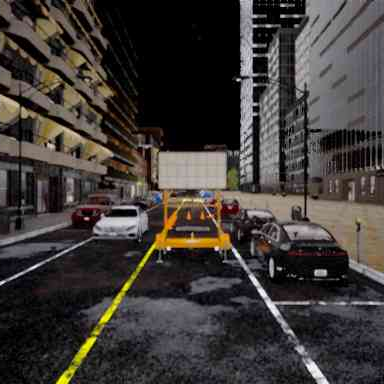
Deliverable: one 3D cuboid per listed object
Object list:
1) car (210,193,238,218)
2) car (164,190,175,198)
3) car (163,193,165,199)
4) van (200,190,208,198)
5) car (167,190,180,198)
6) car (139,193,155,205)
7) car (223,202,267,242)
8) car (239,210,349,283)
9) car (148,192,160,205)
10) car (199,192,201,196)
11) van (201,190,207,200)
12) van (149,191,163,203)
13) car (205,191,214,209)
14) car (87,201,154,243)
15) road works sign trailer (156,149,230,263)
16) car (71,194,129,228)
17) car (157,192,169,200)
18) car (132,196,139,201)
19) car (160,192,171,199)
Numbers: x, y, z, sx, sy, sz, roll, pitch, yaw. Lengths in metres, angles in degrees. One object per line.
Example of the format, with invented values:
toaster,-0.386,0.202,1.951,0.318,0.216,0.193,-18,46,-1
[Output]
car,2.750,1.139,25.886,1.967,1.590,4.097,1,1,0
car,-5.524,0.381,81.595,2.192,1.841,5.009,1,1,0
car,-5.579,0.909,53.581,1.752,1.417,4.829,1,1,0
van,2.856,0.408,81.580,1.690,1.788,3.998,1,1,0
car,-2.896,0.511,55.949,2.033,1.411,5.357,0,1,0
car,-5.611,1.137,37.044,1.947,1.339,4.313,1,1,0
car,2.728,1.379,14.749,2.008,1.369,4.403,1,1,0
car,2.718,1.443,9.181,2.008,1.369,4.403,1,1,0
car,-5.600,1.059,42.613,2.008,1.369,4.403,1,1,0
car,2.821,0.837,64.873,1.802,1.307,4.206,1,1,0
van,2.804,0.723,53.733,1.690,1.788,3.998,1,1,0
van,-5.587,0.786,48.180,1.690,1.788,3.998,1,1,0
car,2.771,1.012,37.026,1.967,1.590,4.097,1,1,0
car,-3.059,1.348,15.179,1.812,1.442,4.674,0,1,0
road works sign trailer,0.019,0.330,11.437,2.380,3.560,2.880,0,1,0
car,-5.638,1.078,20.332,2.192,1.841,5.009,1,1,0
car,-5.558,0.806,64.889,2.008,1.369,4.403,1,1,0
car,-5.632,1.244,25.905,1.887,1.381,4.507,1,1,0
car,-5.548,0.719,70.289,1.752,1.417,4.829,1,1,0
